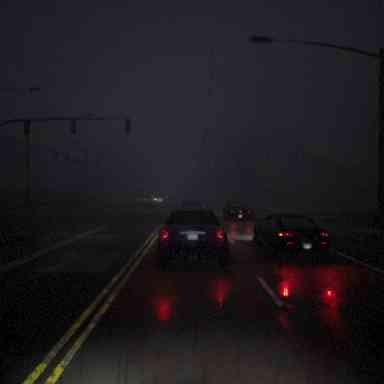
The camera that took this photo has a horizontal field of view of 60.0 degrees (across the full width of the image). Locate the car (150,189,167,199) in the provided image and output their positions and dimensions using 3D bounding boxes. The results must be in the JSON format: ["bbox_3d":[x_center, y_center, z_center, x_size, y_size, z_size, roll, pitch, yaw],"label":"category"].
[{"bbox_3d":[-7.314,0.688,72.972,2.128,1.511,4.902,0,1,0],"label":"car"}]

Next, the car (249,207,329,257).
[{"bbox_3d":[3.526,1.444,12.446,1.812,1.442,4.674,0,1,0],"label":"car"}]

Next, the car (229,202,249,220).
[{"bbox_3d":[3.456,1.419,25.940,1.895,1.301,4.718,0,0,0],"label":"car"}]

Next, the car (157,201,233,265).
[{"bbox_3d":[0.023,1.268,11.451,2.097,1.767,4.553,0,0,0],"label":"car"}]

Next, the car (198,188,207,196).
[{"bbox_3d":[3.103,0.205,92.387,1.812,1.442,4.674,0,2,0],"label":"car"}]

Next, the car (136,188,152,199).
[{"bbox_3d":[-10.813,0.381,72.836,2.150,2.045,5.566,0,1,0],"label":"car"}]

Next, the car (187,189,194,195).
[{"bbox_3d":[-0.397,0.027,92.337,2.097,1.767,4.553,0,2,0],"label":"car"}]

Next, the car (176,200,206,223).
[{"bbox_3d":[-0.043,1.363,25.033,2.033,1.411,5.357,0,0,0],"label":"car"}]
